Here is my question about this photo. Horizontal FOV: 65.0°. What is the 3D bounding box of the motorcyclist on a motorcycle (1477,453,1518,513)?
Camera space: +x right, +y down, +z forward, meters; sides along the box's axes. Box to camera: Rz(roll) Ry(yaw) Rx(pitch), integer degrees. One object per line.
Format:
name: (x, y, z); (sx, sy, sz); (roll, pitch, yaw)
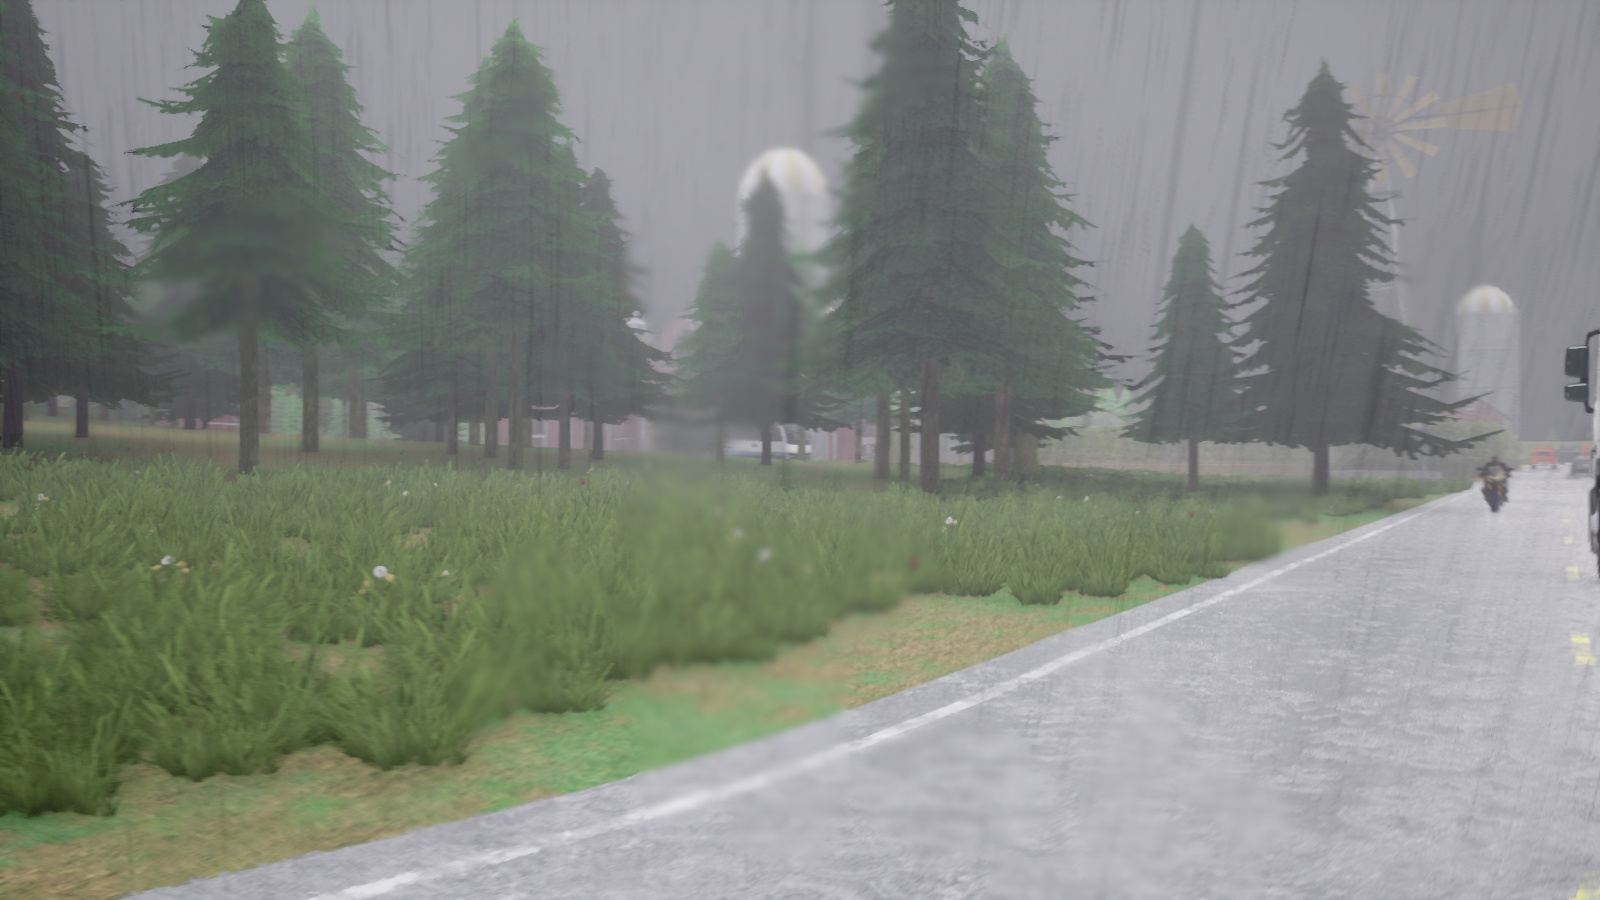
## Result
motorcyclist on a motorcycle: (18.607, 0.858, 33.460); (0.866, 1.530, 2.191); (0, 0, 31)

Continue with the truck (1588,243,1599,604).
truck: (9.334, -0.217, 11.998); (2.891, 3.462, 7.936); (0, 0, 31)

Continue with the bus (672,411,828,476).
bus: (-3.482, -0.395, 86.261); (10.273, 4.253, 3.944); (0, 0, 32)
